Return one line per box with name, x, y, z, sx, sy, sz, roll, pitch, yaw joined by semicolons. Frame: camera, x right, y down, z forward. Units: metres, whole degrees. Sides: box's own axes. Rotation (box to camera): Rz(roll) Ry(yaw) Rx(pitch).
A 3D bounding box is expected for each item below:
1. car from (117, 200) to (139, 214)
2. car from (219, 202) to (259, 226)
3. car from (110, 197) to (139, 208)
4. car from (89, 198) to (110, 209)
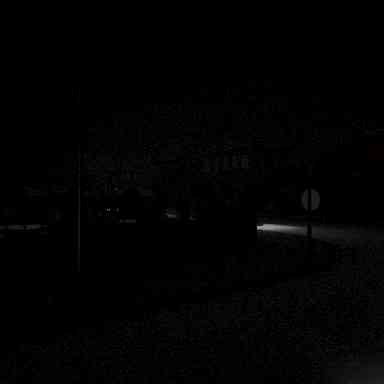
car;-6.204;1.548;36.342;2.033;1.411;5.357;0;0;-36
car;2.640;1.504;23.921;1.837;1.490;4.892;0;0;-35
car;-10.046;1.547;48.981;2.033;1.411;5.357;0;0;-37
car;-12.610;1.525;45.397;1.812;1.442;4.674;0;0;-35
